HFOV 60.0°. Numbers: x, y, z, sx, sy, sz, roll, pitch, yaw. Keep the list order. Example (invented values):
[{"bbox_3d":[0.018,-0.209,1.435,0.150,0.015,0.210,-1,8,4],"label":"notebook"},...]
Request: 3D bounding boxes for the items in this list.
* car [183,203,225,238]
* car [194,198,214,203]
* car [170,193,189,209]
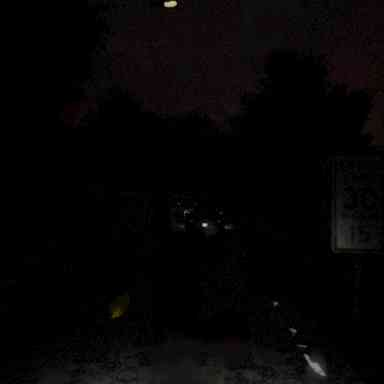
[{"bbox_3d":[0.664,1.498,17.470,1.994,1.385,4.181,0,0,2],"label":"car"},{"bbox_3d":[1.314,1.401,36.152,1.837,1.490,4.892,0,0,2],"label":"car"},{"bbox_3d":[-1.546,1.091,43.840,2.150,2.045,5.566,0,0,3],"label":"car"}]
